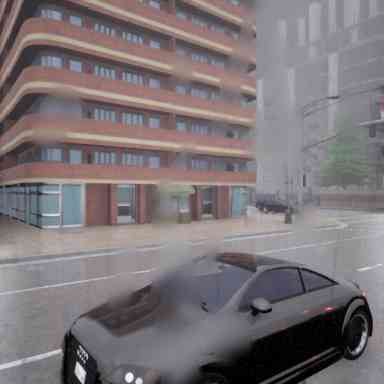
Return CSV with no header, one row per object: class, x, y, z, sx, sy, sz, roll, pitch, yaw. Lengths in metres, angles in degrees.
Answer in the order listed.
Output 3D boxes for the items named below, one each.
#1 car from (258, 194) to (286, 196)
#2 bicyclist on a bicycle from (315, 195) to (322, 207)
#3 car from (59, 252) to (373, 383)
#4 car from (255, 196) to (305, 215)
car,9.692,1.222,37.735,2.150,2.045,5.566,0,0,-36
bicyclist on a bicycle,17.805,1.301,46.934,1.656,1.620,0.582,0,0,-36
car,0.533,1.564,4.378,4.181,1.385,1.994,0,0,-36
car,8.866,1.491,32.937,2.128,1.511,4.902,0,0,-36
